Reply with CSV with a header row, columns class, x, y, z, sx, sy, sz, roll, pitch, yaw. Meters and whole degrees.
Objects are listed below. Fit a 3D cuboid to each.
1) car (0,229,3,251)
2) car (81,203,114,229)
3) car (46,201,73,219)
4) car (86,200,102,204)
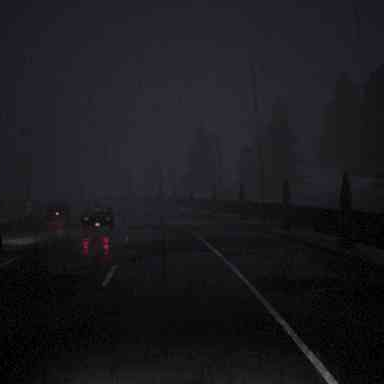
class,x,y,z,sx,sy,sz,roll,pitch,yaw
car,-7.705,1.515,10.349,2.128,1.511,4.902,0,0,-6
car,-6.054,1.620,21.810,1.895,1.301,4.718,0,0,-12
car,-11.944,1.542,30.010,1.837,1.490,4.892,0,0,-17
car,-11.495,1.637,39.055,1.895,1.301,4.718,0,0,-22
